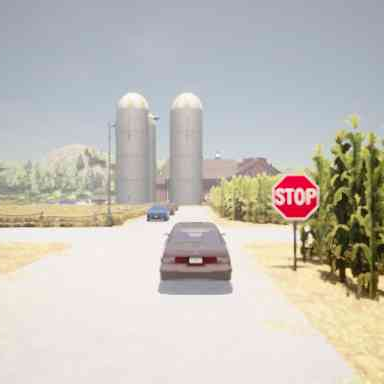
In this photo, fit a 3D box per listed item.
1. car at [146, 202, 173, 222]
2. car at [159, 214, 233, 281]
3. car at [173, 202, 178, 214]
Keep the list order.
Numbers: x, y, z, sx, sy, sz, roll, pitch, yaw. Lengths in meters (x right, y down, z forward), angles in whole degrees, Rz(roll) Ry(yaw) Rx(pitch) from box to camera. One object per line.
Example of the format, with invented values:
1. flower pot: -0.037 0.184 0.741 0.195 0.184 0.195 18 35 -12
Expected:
1. car: -3.190 1.958 31.928 1.882 1.535 5.008 0 -1 0
2. car: 0.089 1.594 9.947 2.033 1.411 5.357 0 -1 0
3. car: -3.185 2.153 42.405 1.882 1.535 5.008 0 -1 0
